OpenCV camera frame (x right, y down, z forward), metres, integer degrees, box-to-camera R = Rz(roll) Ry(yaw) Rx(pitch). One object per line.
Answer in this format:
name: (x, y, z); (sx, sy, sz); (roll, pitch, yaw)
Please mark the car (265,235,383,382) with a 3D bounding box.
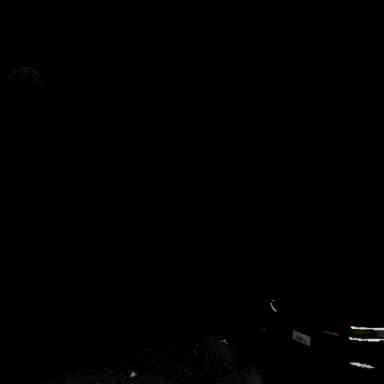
car: (3.348, 1.488, 5.446); (5.008, 1.535, 1.882); (0, 0, -35)
